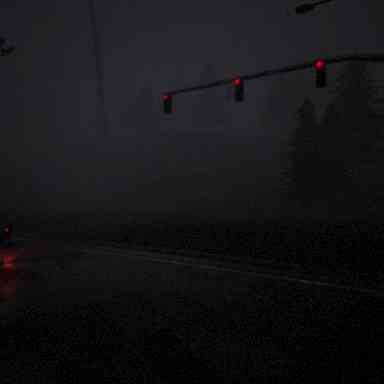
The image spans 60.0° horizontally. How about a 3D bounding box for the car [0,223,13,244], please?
[{"bbox_3d":[-9.802,1.578,14.028,4.718,1.301,1.895,0,0,29],"label":"car"}]
